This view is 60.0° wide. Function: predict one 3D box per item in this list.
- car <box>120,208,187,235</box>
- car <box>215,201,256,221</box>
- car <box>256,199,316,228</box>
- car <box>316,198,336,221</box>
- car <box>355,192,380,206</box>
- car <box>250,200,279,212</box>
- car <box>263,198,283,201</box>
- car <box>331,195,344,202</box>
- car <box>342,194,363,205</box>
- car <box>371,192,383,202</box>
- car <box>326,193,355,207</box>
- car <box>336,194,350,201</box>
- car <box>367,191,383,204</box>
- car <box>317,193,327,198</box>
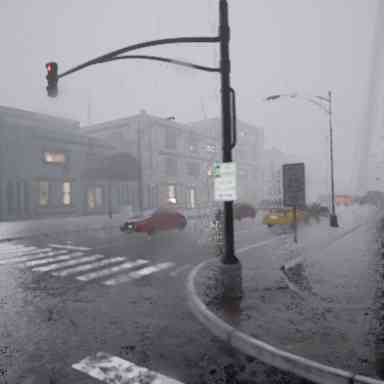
[{"bbox_3d":[-2.138,1.642,19.221,1.994,1.385,4.181,-2,-1,35],"label":"car"},{"bbox_3d":[3.614,1.577,27.361,1.994,1.385,4.181,-2,-1,35],"label":"car"},{"bbox_3d":[5.927,1.389,20.599,1.752,1.417,4.829,-1,0,35],"label":"car"},{"bbox_3d":[9.021,1.380,24.980,2.008,1.369,4.403,-1,0,35],"label":"car"},{"bbox_3d":[24.055,1.156,45.496,1.837,1.490,4.892,-2,-1,35],"label":"car"},{"bbox_3d":[8.564,1.594,38.853,1.802,1.307,4.206,-1,0,35],"label":"car"},{"bbox_3d":[9.596,1.437,35.820,2.128,1.511,4.902,-2,-1,36],"label":"car"},{"bbox_3d":[30.904,1.350,70.492,1.802,1.307,4.206,-1,-1,35],"label":"car"},{"bbox_3d":[25.574,1.192,52.933,2.128,1.511,4.902,-2,-1,35],"label":"car"},{"bbox_3d":[34.548,0.862,61.140,2.192,1.841,5.009,-2,-1,35],"label":"car"},{"bbox_3d":[20.424,1.109,45.641,2.097,1.767,4.553,-2,-1,35],"label":"car"},{"bbox_3d":[34.093,1.174,75.012,1.967,1.590,4.097,-1,-1,35],"label":"car"},{"bbox_3d":[28.070,0.829,51.265,2.150,2.045,5.566,-2,-1,35],"label":"car"},{"bbox_3d":[24.515,1.151,61.454,2.192,1.841,5.009,-1,0,35],"label":"car"}]
